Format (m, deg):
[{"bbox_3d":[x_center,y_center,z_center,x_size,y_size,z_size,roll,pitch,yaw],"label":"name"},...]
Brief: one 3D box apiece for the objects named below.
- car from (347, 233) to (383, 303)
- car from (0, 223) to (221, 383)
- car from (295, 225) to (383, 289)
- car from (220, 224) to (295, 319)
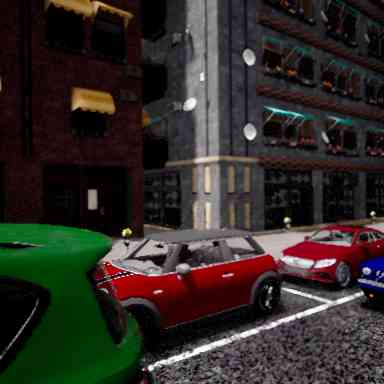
[{"bbox_3d":[5.505,1.602,7.037,4.718,1.301,1.895,0,0,-36],"label":"car"},{"bbox_3d":[-2.769,1.226,1.057,5.566,2.045,2.150,0,0,-34],"label":"car"},{"bbox_3d":[4.154,1.585,9.119,4.206,1.307,1.802,0,-1,-36],"label":"car"},{"bbox_3d":[-0.348,1.445,5.876,4.097,1.590,1.967,0,-1,-36],"label":"car"}]
